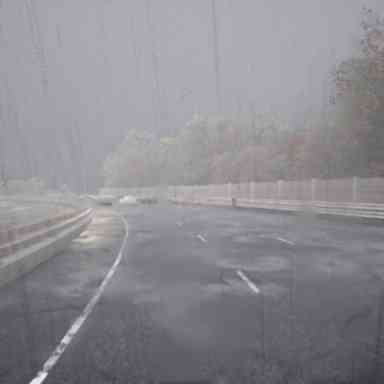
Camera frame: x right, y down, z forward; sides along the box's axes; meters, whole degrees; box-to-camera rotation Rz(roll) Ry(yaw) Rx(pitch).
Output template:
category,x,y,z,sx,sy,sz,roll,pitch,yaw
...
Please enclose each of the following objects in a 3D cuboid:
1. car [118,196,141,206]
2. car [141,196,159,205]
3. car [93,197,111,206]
category,x,y,z,sx,sy,sz,roll,pitch,yaw
car,-10.053,1.392,51.814,1.812,1.442,4.674,0,0,-29
car,-6.990,1.322,53.514,1.882,1.535,5.008,0,0,-29
car,-13.955,1.451,51.615,1.994,1.385,4.181,0,0,-30
